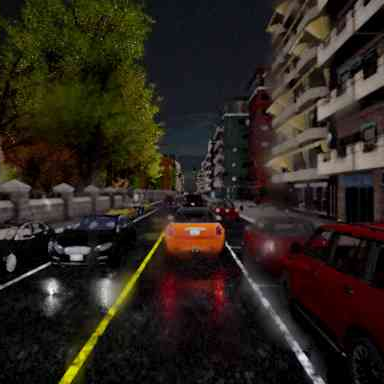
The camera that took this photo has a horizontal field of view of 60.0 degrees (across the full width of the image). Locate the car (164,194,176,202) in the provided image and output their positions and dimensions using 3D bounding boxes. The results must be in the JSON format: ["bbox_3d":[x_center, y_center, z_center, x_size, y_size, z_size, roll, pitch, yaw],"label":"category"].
[{"bbox_3d":[-5.710,1.434,82.040,2.192,1.841,5.009,0,0,0],"label":"car"}]

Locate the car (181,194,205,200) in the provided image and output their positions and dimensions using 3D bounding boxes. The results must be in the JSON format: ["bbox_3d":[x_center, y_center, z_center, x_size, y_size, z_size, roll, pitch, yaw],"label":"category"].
[{"bbox_3d":[0.093,1.254,33.522,2.150,2.045,5.566,0,0,0],"label":"car"}]

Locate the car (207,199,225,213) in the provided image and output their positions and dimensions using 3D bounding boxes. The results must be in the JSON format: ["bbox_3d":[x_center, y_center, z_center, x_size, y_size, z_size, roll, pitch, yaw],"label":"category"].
[{"bbox_3d":[2.681,1.566,38.646,1.752,1.417,4.829,0,0,0],"label":"car"}]

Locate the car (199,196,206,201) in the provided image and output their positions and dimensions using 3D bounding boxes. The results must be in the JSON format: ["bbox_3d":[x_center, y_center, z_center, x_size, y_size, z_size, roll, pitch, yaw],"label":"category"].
[{"bbox_3d":[2.670,1.658,87.747,1.752,1.417,4.829,0,0,0],"label":"car"}]

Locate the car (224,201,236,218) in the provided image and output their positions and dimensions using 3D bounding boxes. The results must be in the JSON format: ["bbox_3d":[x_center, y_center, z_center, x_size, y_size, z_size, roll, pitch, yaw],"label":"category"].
[{"bbox_3d":[2.683,1.464,27.214,1.967,1.590,4.097,0,0,0],"label":"car"}]

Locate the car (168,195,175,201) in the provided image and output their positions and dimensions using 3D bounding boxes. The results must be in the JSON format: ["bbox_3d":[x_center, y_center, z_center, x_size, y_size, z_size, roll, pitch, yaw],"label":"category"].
[{"bbox_3d":[-5.712,1.585,93.110,1.967,1.590,4.097,0,0,0],"label":"car"}]

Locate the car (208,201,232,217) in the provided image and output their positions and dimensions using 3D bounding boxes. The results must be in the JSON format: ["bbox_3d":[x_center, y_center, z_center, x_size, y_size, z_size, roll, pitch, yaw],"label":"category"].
[{"bbox_3d":[2.683,1.598,32.845,1.947,1.339,4.313,0,0,0],"label":"car"}]

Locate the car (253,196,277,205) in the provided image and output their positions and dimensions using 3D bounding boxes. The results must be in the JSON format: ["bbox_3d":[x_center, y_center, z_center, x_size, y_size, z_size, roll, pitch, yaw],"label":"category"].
[{"bbox_3d":[14.602,1.674,65.471,5.009,1.841,2.192,1,-1,0],"label":"car"}]

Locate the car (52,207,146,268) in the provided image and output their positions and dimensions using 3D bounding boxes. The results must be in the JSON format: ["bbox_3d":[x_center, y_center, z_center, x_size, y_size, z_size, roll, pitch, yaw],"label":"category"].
[{"bbox_3d":[-3.101,1.500,11.381,2.128,1.511,4.902,0,0,0],"label":"car"}]

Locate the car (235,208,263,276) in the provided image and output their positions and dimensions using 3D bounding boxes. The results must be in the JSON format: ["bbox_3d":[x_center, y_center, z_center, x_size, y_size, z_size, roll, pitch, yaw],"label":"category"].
[{"bbox_3d":[2.687,1.448,10.324,1.967,1.590,4.097,0,0,0],"label":"car"}]

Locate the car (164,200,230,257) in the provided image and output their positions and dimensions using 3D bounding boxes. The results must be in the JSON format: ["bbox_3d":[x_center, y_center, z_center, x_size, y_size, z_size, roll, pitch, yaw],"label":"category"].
[{"bbox_3d":[0.095,1.362,13.081,2.097,1.767,4.553,0,0,0],"label":"car"}]

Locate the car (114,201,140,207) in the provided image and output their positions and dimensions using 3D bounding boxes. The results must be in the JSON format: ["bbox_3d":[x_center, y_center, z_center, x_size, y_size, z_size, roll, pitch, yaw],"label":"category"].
[{"bbox_3d":[-5.697,1.550,27.042,1.752,1.417,4.829,0,0,0],"label":"car"}]

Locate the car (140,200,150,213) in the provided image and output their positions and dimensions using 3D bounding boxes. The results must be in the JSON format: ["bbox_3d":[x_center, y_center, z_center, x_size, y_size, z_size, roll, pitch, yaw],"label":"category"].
[{"bbox_3d":[-5.698,1.582,32.842,2.008,1.369,4.403,0,0,0],"label":"car"}]

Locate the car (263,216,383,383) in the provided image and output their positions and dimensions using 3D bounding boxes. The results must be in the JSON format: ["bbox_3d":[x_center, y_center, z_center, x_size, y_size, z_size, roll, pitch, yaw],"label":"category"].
[{"bbox_3d":[2.687,1.319,4.693,2.192,1.841,5.009,0,0,0],"label":"car"}]

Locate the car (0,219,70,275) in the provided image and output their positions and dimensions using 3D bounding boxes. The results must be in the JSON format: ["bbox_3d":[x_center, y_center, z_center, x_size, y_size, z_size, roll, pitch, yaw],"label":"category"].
[{"bbox_3d":[-5.693,1.558,10.322,2.008,1.369,4.403,0,0,0],"label":"car"}]

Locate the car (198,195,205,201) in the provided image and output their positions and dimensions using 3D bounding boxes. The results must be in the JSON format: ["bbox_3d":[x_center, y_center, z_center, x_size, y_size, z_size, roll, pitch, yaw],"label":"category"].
[{"bbox_3d":[2.669,1.690,93.112,1.887,1.381,4.507,0,0,0],"label":"car"}]
